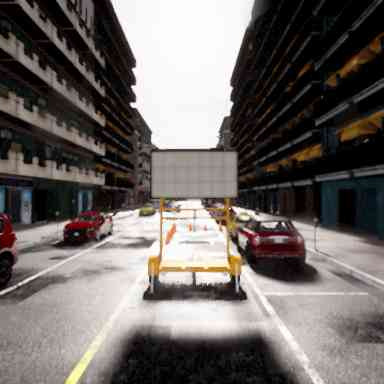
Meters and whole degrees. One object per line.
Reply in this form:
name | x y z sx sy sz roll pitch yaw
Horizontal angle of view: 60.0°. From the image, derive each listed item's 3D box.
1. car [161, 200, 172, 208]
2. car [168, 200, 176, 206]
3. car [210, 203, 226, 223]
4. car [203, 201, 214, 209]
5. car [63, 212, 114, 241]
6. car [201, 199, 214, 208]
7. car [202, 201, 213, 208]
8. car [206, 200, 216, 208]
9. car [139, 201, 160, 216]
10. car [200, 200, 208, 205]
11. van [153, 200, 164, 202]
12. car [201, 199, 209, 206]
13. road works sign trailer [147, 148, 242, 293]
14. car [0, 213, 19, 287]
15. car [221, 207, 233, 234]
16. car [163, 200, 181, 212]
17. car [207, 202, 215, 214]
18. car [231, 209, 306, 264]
car | -5.195 2.480 69.244 1.967 1.590 4.097 0 -1 0
car | -5.075 2.846 86.056 1.752 1.417 4.829 0 -1 0
car | 2.904 1.954 29.533 1.887 1.381 4.507 0 -1 0
car | 3.145 2.480 63.498 2.008 1.369 4.403 0 -1 0
car | -5.557 1.811 18.292 1.887 1.381 4.507 0 -1 0
car | 3.104 2.153 57.840 2.192 1.841 5.009 0 -1 0
car | 3.186 2.572 69.159 2.008 1.369 4.403 0 -1 0
car | 2.985 2.102 41.026 1.752 1.417 4.829 0 -1 0
car | -5.397 2.115 40.768 1.752 1.417 4.829 0 -1 0
car | 3.347 2.969 91.800 1.947 1.339 4.313 0 -1 0
van | -5.316 2.107 52.263 1.690 1.788 3.998 0 -1 0
car | 3.306 2.746 86.144 1.967 1.590 4.097 0 -1 0
road works sign trailer | 0.068 0.591 9.209 2.380 3.560 2.880 0 -1 0
car | -5.638 1.422 6.973 2.192 1.841 5.009 0 -1 0
car | 2.824 1.776 18.380 1.752 1.417 4.829 0 -1 0
car | -2.670 2.218 50.061 2.128 1.511 4.902 0 -1 1
car | 2.944 2.035 35.198 1.887 1.381 4.507 0 -1 0
car | 2.783 1.607 12.549 1.967 1.590 4.097 0 -1 0
